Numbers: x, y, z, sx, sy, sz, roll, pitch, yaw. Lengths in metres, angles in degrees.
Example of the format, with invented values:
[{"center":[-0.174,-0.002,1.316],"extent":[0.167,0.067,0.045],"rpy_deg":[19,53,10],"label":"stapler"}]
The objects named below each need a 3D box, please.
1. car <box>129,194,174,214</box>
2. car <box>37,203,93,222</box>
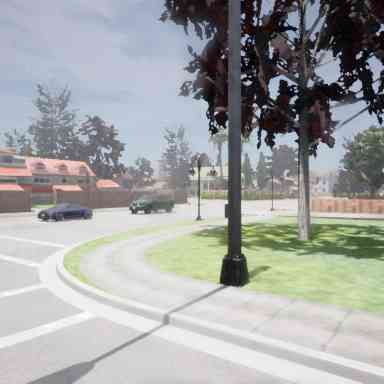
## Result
[{"center":[-4.163,1.221,35.229],"extent":[2.150,2.045,5.566],"rpy_deg":[0,0,35],"label":"car"},{"center":[-10.033,1.565,26.558],"extent":[1.994,1.385,4.181],"rpy_deg":[0,0,34],"label":"car"}]
